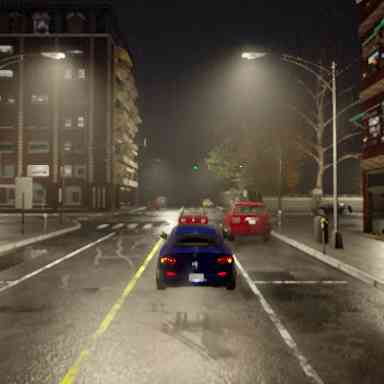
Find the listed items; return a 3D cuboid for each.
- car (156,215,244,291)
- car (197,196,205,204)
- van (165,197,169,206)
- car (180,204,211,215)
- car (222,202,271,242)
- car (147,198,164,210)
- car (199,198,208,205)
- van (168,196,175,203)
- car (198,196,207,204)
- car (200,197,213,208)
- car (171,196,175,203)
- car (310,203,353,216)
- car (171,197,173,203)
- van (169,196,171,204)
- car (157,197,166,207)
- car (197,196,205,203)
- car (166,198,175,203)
[{"bbox_3d":[0.093,1.595,9.072,1.812,1.442,4.674,0,0,0],"label":"car"},{"bbox_3d":[2.619,2.113,71.825,2.008,1.369,4.403,1,0,0],"label":"car"},{"bbox_3d":[-5.744,1.814,60.748,1.690,1.788,3.998,1,0,0],"label":"van"},{"bbox_3d":[0.073,1.750,22.633,1.895,1.301,4.718,0,1,0],"label":"car"},{"bbox_3d":[2.688,1.445,17.184,2.192,1.841,5.009,1,0,0],"label":"car"},{"bbox_3d":[-5.735,1.967,49.670,1.802,1.307,4.206,1,0,0],"label":"car"},{"bbox_3d":[2.612,2.174,77.363,1.947,1.339,4.313,1,0,0],"label":"car"},{"bbox_3d":[-5.784,2.088,93.978,1.690,1.788,3.998,1,0,0],"label":"van"},{"bbox_3d":[2.609,1.969,82.903,2.192,1.841,5.009,1,0,0],"label":"car"},{"bbox_3d":[2.639,1.955,55.382,1.752,1.417,4.829,1,0,0],"label":"car"},{"bbox_3d":[-5.768,2.159,77.362,2.008,1.369,4.403,1,0,0],"label":"car"},{"bbox_3d":[15.171,1.866,36.229,4.313,1.339,1.947,0,-1,0],"label":"car"},{"bbox_3d":[-5.761,2.145,71.823,1.802,1.307,4.206,1,0,0],"label":"car"},{"bbox_3d":[-5.751,1.859,66.286,1.690,1.788,3.998,1,0,0],"label":"van"},{"bbox_3d":[-5.742,2.011,55.207,1.802,1.307,4.206,1,0,0],"label":"car"},{"bbox_3d":[2.596,2.062,93.978,2.192,1.841,5.009,1,0,0],"label":"car"},{"bbox_3d":[-5.782,2.251,88.439,2.008,1.369,4.403,1,0,0],"label":"car"}]
